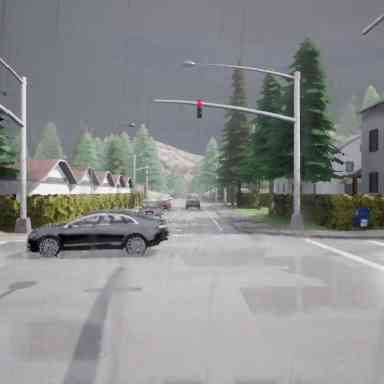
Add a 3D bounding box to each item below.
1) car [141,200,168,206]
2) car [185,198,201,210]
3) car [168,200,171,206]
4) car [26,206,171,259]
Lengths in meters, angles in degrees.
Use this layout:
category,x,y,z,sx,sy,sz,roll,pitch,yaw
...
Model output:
category,x,y,z,sx,sy,sz,roll,pitch,yaw
car,-3.493,1.572,29.348,1.994,1.385,4.181,0,0,0
car,0.110,1.516,43.314,1.837,1.490,4.892,0,0,0
car,-3.491,1.611,39.343,1.895,1.301,4.718,0,0,0
car,-3.244,1.425,11.843,4.902,1.511,2.128,-1,0,0
